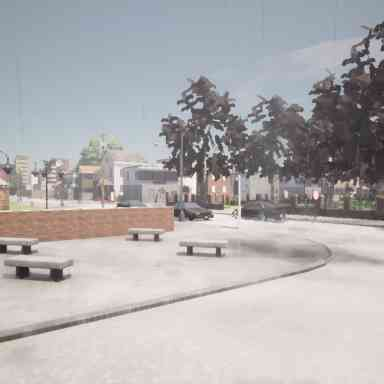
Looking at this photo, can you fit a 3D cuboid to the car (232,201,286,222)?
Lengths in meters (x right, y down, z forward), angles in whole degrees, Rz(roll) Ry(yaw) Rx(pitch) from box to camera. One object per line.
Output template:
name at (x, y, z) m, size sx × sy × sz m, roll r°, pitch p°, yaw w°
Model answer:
car at (5.250, 1.504, 26.617) m, size 1.837 × 1.490 × 4.892 m, roll 0°, pitch 0°, yaw -34°

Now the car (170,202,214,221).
car at (-0.451, 1.547, 27.588) m, size 2.033 × 1.411 × 5.357 m, roll 0°, pitch 0°, yaw -35°

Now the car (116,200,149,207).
car at (-6.526, 1.547, 36.166) m, size 2.033 × 1.411 × 5.357 m, roll 0°, pitch 0°, yaw -35°
